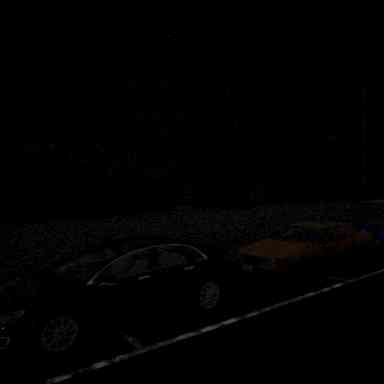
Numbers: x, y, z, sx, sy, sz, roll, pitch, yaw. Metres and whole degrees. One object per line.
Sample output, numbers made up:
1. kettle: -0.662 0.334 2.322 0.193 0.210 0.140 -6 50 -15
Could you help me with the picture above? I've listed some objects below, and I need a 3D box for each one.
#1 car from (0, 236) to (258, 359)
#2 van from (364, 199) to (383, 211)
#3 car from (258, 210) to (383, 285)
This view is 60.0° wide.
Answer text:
1. car: -1.170 1.515 5.862 4.403 1.369 2.008 -1 0 -36
2. van: 7.907 1.129 12.554 3.998 1.788 1.690 -1 0 -36
3. car: 3.233 1.404 9.107 4.829 1.417 1.752 -1 0 -36
